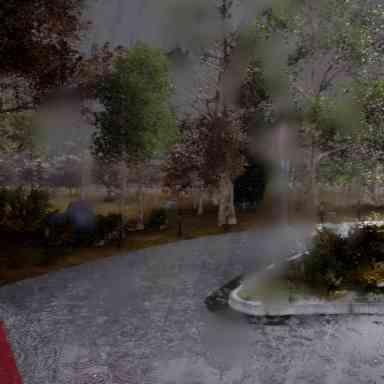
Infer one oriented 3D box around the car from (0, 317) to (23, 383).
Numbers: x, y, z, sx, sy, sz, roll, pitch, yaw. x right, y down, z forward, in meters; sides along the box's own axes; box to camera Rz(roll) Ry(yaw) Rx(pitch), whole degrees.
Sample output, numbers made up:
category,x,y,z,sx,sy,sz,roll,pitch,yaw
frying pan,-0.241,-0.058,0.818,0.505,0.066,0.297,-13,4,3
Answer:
category,x,y,z,sx,sy,sz,roll,pitch,yaw
car,-3.399,1.507,1.487,4.718,1.301,1.895,1,1,-35
